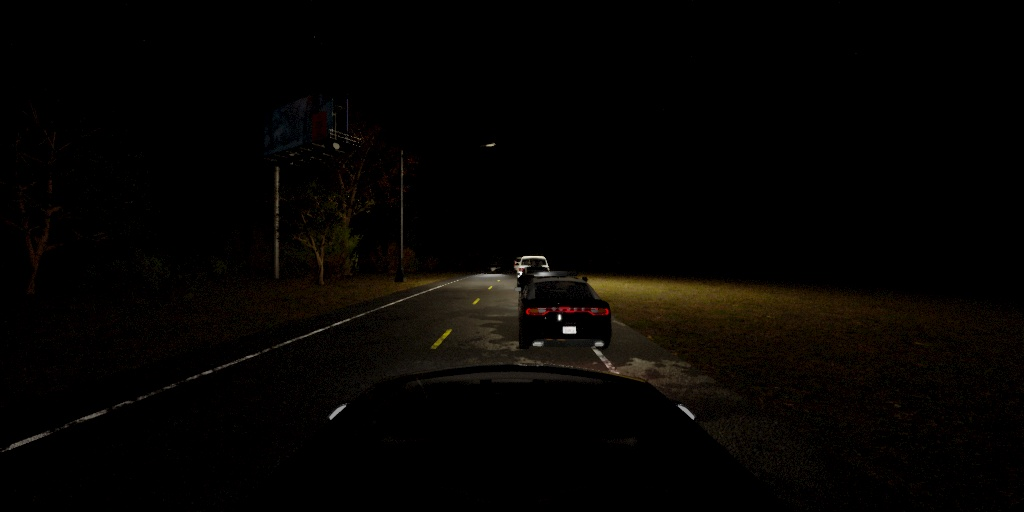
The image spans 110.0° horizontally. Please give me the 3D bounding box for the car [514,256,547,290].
[{"bbox_3d":[1.460,1.044,25.140,2.150,2.045,5.566,0,0,2],"label":"car"}]

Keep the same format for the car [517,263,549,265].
[{"bbox_3d":[1.288,1.296,19.131,1.837,1.490,4.892,0,0,1],"label":"car"}]

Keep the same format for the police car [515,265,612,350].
[{"bbox_3d":[1.104,1.184,9.275,1.930,1.638,5.238,0,0,1],"label":"police car"}]

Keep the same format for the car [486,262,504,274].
[{"bbox_3d":[-2.135,1.466,45.634,2.128,1.511,4.902,0,0,3],"label":"car"}]

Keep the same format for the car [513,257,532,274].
[{"bbox_3d":[1.423,1.203,46.485,2.150,2.045,5.566,0,0,4],"label":"car"}]
